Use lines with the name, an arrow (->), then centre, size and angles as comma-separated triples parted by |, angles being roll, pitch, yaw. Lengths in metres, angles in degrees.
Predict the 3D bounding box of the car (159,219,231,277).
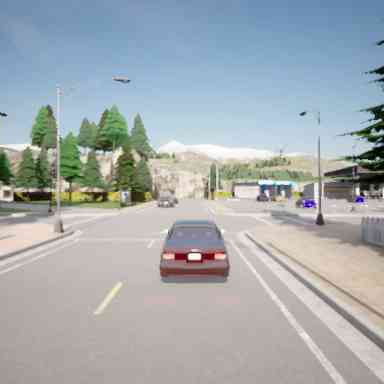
car -> 0.073, 1.531, 10.141 | 2.033, 1.411, 5.357 | 0, 0, 0

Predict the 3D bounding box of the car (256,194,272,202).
car -> 14.199, 1.230, 67.137 | 2.007, 1.523, 4.514 | 0, 0, 0

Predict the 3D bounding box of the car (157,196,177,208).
car -> -3.584, 1.277, 45.935 | 2.097, 1.767, 4.553 | 0, 0, 0

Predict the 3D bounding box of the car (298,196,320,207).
car -> 17.006, 1.305, 48.495 | 1.970, 1.475, 3.806 | 0, 0, 0

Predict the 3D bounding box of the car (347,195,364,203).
car -> 29.106, 1.223, 59.369 | 1.845, 1.501, 3.633 | 0, 0, 0

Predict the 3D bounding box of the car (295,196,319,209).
car -> 13.953, 1.307, 41.104 | 1.845, 1.501, 3.633 | 0, 0, 0

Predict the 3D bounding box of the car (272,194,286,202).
car -> 17.336, 1.221, 67.158 | 2.152, 1.636, 5.027 | 0, 0, 0
